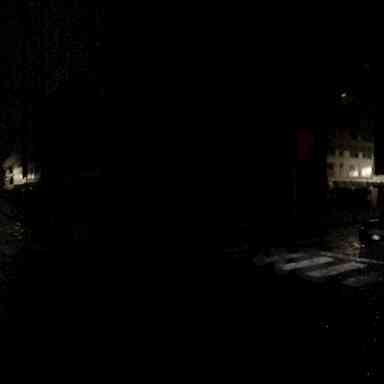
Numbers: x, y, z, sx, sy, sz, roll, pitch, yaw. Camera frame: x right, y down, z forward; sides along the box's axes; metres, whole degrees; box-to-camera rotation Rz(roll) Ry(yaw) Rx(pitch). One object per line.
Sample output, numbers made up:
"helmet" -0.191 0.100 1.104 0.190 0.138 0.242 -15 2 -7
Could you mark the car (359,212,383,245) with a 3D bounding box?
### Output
"car" 8.965 1.454 14.061 4.902 1.511 2.128 0 0 -36
